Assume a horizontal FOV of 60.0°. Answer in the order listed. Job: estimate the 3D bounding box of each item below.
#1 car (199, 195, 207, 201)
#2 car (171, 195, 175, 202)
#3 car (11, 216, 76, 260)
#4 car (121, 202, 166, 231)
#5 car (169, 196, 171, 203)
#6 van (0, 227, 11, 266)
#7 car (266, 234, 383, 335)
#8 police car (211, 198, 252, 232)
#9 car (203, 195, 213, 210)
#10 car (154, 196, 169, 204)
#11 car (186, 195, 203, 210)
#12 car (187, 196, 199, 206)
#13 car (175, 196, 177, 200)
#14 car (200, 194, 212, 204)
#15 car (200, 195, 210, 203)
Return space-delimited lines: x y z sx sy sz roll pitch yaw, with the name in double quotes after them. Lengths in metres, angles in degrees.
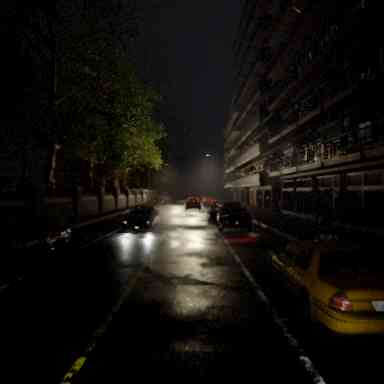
2.975 1.575 91.151 1.967 1.590 4.097 0 0 0 "car"
-5.457 1.649 74.287 2.008 1.369 4.403 0 0 0 "car"
-5.652 1.591 12.353 1.802 1.307 4.206 0 0 0 "car"
-3.035 1.564 20.897 2.033 1.411 5.357 0 0 0 "car"
-5.493 1.517 63.025 1.967 1.590 4.097 0 0 0 "car"
-5.669 1.346 6.723 1.690 1.788 3.998 0 0 0 "van"
2.712 1.529 6.867 1.752 1.417 4.829 0 0 0 "car"
2.432 1.440 20.460 1.930 1.638 5.238 0 0 0 "police car"
2.853 1.600 51.740 1.887 1.381 4.507 0 0 0 "car"
-5.511 1.506 57.397 1.967 1.590 4.097 0 0 0 "car"
0.175 1.519 42.998 1.882 1.535 5.008 0 0 1 "car"
0.179 1.542 56.669 1.882 1.535 5.008 0 0 0 "car"
-5.405 1.660 91.007 1.752 1.417 4.829 0 0 0 "car"
2.904 1.402 68.630 2.192 1.841 5.009 0 0 0 "car"
2.923 1.538 74.261 1.967 1.590 4.097 0 0 0 "car"
